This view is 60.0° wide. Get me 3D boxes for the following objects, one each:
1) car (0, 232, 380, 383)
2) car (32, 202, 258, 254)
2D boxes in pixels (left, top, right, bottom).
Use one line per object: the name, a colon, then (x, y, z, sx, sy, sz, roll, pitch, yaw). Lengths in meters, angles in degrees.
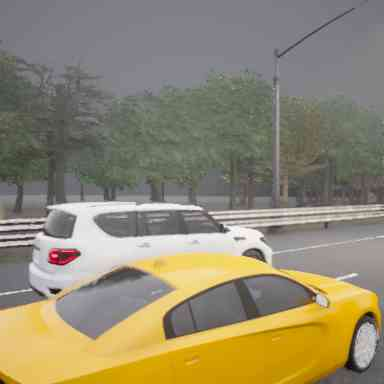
car: (0.330, 1.493, 3.979, 5.008, 1.535, 1.882, 0, 0, -36)
car: (-0.634, 1.245, 7.606, 5.566, 2.045, 2.150, 0, 0, -36)
